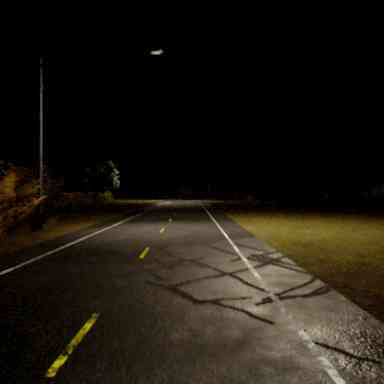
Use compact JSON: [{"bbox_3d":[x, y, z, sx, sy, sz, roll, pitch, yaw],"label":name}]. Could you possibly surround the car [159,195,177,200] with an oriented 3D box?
[{"bbox_3d":[-6.759,1.538,90.122,4.181,1.385,1.994,0,0,-1],"label":"car"}]
